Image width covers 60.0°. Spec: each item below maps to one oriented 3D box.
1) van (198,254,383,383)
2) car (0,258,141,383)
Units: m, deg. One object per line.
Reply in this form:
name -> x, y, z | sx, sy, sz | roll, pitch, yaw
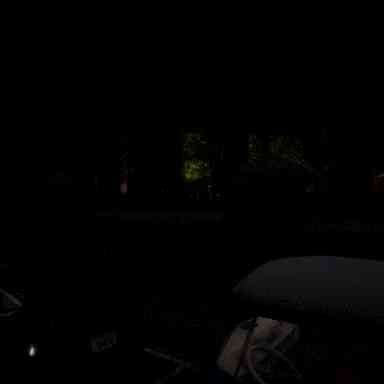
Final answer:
van -> 1.830, 1.332, 1.521 | 3.998, 1.788, 1.690 | -1, -1, 36
car -> -2.607, 1.625, 4.681 | 4.313, 1.339, 1.947 | -1, -1, 36
